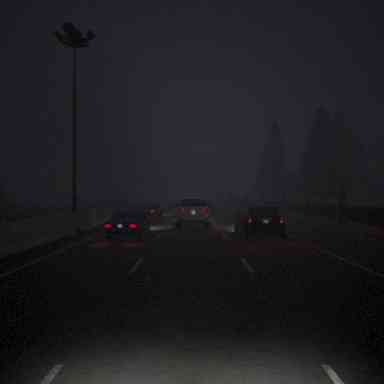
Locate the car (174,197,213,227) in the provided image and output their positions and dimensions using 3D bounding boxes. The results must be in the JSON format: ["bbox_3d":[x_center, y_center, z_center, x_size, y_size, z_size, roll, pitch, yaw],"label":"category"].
[{"bbox_3d":[0.048,1.386,24.071,2.150,2.045,5.566,0,0,-1],"label":"car"}]

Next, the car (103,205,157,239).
[{"bbox_3d":[-3.401,1.671,18.257,2.033,1.411,5.357,0,-1,0],"label":"car"}]

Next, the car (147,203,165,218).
[{"bbox_3d":[-3.948,1.793,33.492,1.994,1.385,4.181,0,0,-5],"label":"car"}]

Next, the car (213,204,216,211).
[{"bbox_3d":[1.778,1.903,44.414,1.895,1.301,4.718,0,0,-10],"label":"car"}]

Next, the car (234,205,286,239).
[{"bbox_3d":[3.593,1.477,18.270,2.097,1.767,4.553,0,0,0],"label":"car"}]

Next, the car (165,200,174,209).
[{"bbox_3d":[-3.256,1.958,52.539,1.895,1.301,4.718,0,0,-16],"label":"car"}]
